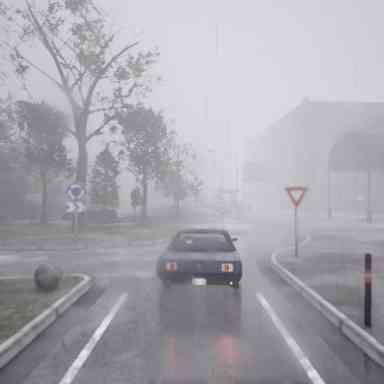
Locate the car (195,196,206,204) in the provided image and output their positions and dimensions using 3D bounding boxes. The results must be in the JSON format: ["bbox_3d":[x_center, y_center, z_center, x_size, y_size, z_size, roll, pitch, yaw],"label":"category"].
[{"bbox_3d":[1.706,1.723,69.732,1.837,1.490,4.892,0,0,3],"label":"car"}]

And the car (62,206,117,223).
[{"bbox_3d":[-9.632,2.052,31.350,5.008,1.535,1.882,0,-2,-3],"label":"car"}]

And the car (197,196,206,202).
[{"bbox_3d":[2.274,1.645,80.089,1.895,1.301,4.718,0,0,5],"label":"car"}]

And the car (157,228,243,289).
[{"bbox_3d":[0.345,1.675,9.379,1.895,1.301,4.718,0,-1,5],"label":"car"}]
